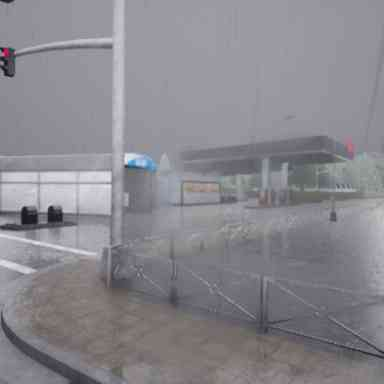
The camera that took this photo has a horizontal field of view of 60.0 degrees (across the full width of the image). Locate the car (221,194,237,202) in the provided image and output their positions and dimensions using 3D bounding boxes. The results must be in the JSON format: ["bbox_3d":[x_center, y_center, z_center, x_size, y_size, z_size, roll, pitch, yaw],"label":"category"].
[{"bbox_3d":[6.722,1.130,63.350,2.242,1.667,4.611,1,0,36],"label":"car"}]
